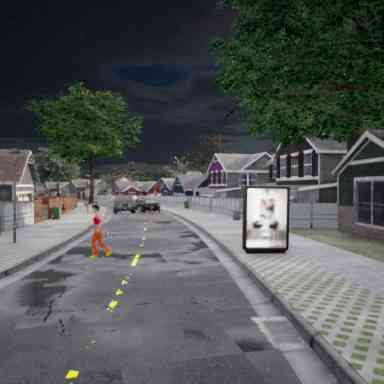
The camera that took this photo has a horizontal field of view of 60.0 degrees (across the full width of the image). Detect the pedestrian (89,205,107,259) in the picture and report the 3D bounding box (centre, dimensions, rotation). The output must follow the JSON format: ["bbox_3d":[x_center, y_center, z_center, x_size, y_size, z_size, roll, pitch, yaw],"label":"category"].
[{"bbox_3d":[-3.174,1.301,11.210,0.375,1.860,0.375,-1,1,-15],"label":"pedestrian"}]

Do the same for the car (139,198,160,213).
[{"bbox_3d":[-4.819,1.553,38.021,1.882,1.535,5.008,0,0,-14],"label":"car"}]

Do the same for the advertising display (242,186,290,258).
[{"bbox_3d":[2.530,1.026,11.401,1.540,2.440,0.280,1,1,-4],"label":"advertising display"}]

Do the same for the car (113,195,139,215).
[{"bbox_3d":[-7.213,1.299,35.509,2.150,2.045,5.566,0,0,-13],"label":"car"}]

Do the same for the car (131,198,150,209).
[{"bbox_3d":[-7.440,1.623,47.733,1.837,1.490,4.892,0,0,-18],"label":"car"}]
